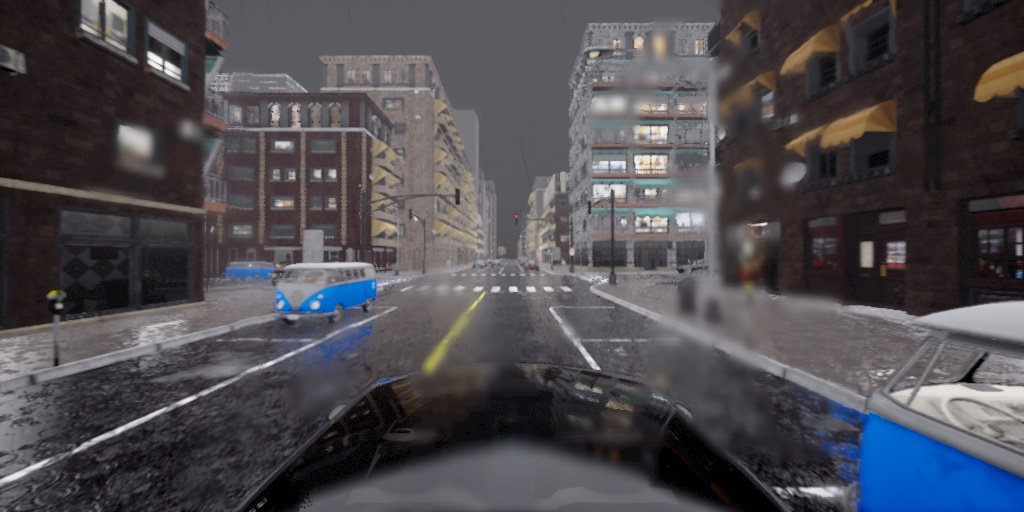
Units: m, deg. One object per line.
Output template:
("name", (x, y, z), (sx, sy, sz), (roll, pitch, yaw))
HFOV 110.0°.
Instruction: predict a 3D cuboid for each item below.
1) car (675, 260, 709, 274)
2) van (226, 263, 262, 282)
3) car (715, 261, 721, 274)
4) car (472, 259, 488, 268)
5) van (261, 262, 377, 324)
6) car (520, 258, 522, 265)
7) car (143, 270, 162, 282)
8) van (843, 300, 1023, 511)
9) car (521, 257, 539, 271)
("car", (18.269, 1.038, 35.065), (4.313, 1.339, 1.948), (0, 0, 0))
("van", (-25.368, 1.524, 34.861), (3.998, 1.789, 1.690), (0, 0, 0))
("car", (19.194, 1.018, 29.253), (4.718, 1.301, 1.895), (-1, 0, 0))
("car", (-5.690, 1.352, 60.574), (2.007, 1.370, 4.403), (0, 0, 0))
("van", (-5.804, 1.098, 11.610), (1.690, 1.789, 3.998), (0, 0, 0))
("car", (2.691, 1.347, 55.039), (2.007, 1.370, 4.403), (0, 0, 0))
("car", (-36.821, 1.893, 34.635), (4.829, 1.417, 1.751), (0, 0, 0))
("van", (2.689, 1.090, 0.337), (1.690, 1.789, 3.998), (0, 0, 0))
("car", (2.690, 1.231, 49.505), (1.967, 1.591, 4.097), (0, 0, 0))
